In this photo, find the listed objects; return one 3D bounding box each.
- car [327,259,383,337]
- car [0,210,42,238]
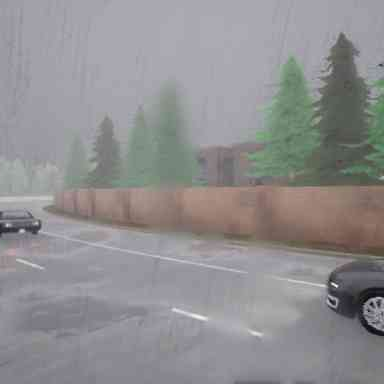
[{"bbox_3d":[4.678,1.529,5.076,4.892,1.490,1.837,0,0,35],"label":"car"},{"bbox_3d":[-9.840,1.619,18.003,1.895,1.301,4.718,0,0,-42],"label":"car"}]
